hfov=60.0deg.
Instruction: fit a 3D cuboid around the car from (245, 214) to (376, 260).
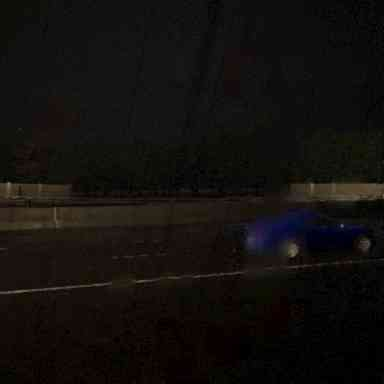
[{"bbox_3d":[4.490,1.559,12.589,5.008,1.535,1.882,-1,0,-16],"label":"car"}]
